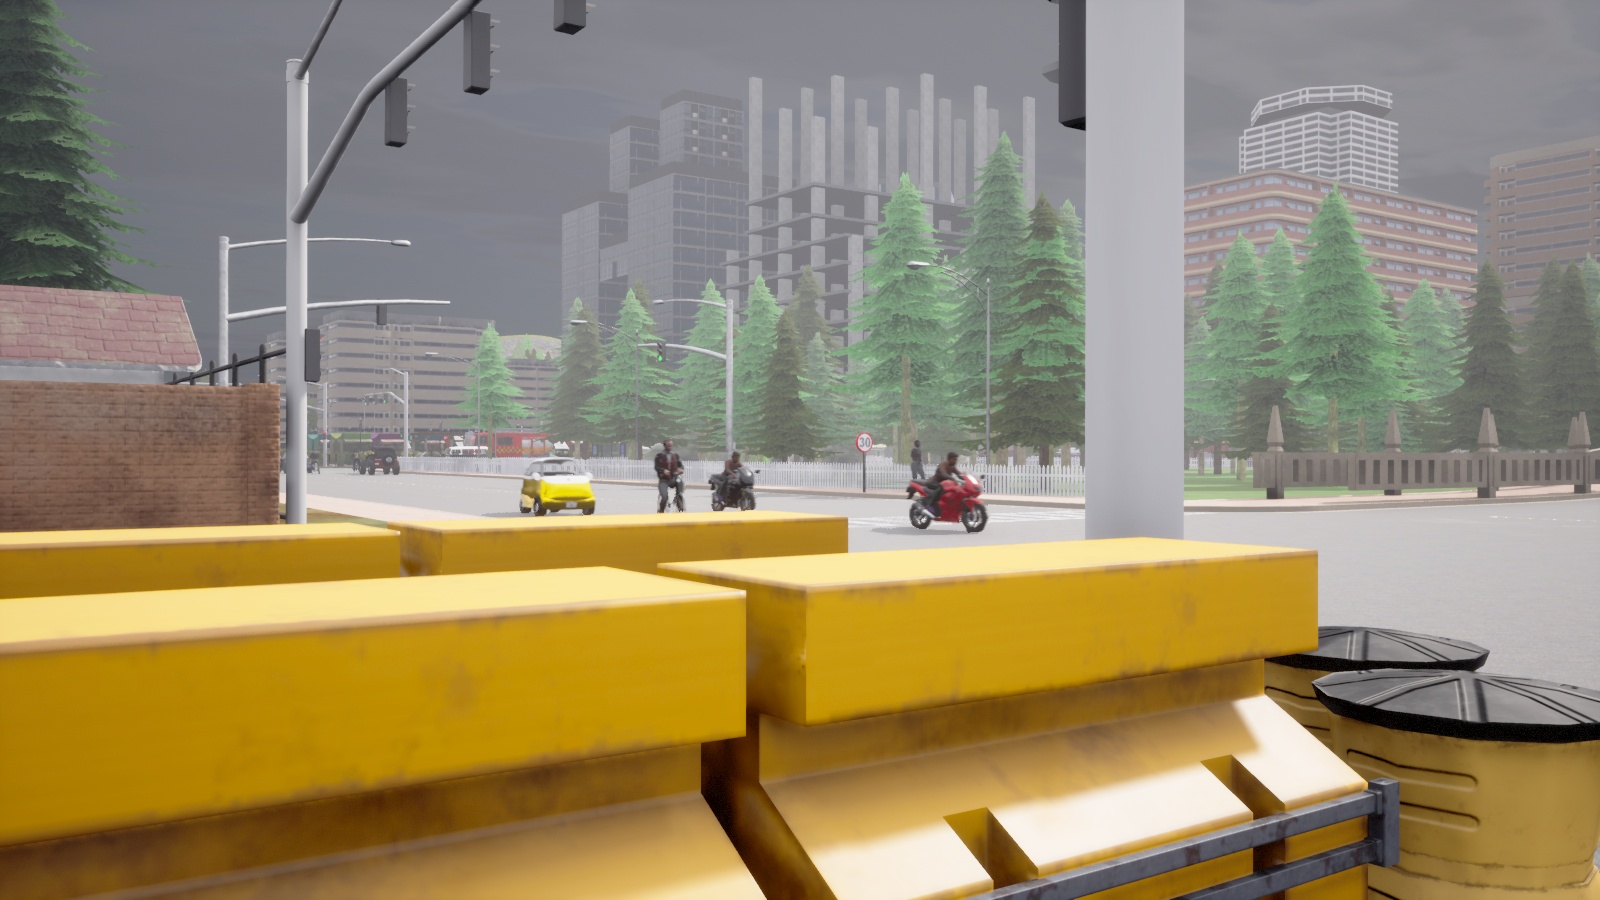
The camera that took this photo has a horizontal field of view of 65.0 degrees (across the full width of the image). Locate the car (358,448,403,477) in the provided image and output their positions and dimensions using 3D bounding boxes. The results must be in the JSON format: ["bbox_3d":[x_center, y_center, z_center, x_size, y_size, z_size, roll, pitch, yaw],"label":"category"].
[{"bbox_3d":[-27.683,0.802,82.736,1.905,1.878,3.866,0,0,-33],"label":"car"}]

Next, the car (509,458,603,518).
[{"bbox_3d":[-5.853,0.885,29.988,1.481,1.376,2.207,0,-1,-33],"label":"car"}]

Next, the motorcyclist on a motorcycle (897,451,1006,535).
[{"bbox_3d":[2.856,0.779,23.804,0.797,1.523,2.044,1,-1,-41],"label":"motorcyclist on a motorcycle"}]

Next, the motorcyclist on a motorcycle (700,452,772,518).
[{"bbox_3d":[-1.541,0.803,29.785,0.797,1.523,2.044,0,0,-33],"label":"motorcyclist on a motorcycle"}]

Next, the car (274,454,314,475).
[{"bbox_3d":[-35.762,1.003,88.727,1.970,1.475,3.806,0,0,-33],"label":"car"}]

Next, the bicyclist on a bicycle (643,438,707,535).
[{"bbox_3d":[-2.414,0.679,24.085,0.659,1.776,1.843,-1,0,-24],"label":"bicyclist on a bicycle"}]

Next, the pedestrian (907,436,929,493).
[{"bbox_3d":[4.037,0.500,43.058,0.402,1.930,0.666,0,0,-39],"label":"pedestrian"}]
